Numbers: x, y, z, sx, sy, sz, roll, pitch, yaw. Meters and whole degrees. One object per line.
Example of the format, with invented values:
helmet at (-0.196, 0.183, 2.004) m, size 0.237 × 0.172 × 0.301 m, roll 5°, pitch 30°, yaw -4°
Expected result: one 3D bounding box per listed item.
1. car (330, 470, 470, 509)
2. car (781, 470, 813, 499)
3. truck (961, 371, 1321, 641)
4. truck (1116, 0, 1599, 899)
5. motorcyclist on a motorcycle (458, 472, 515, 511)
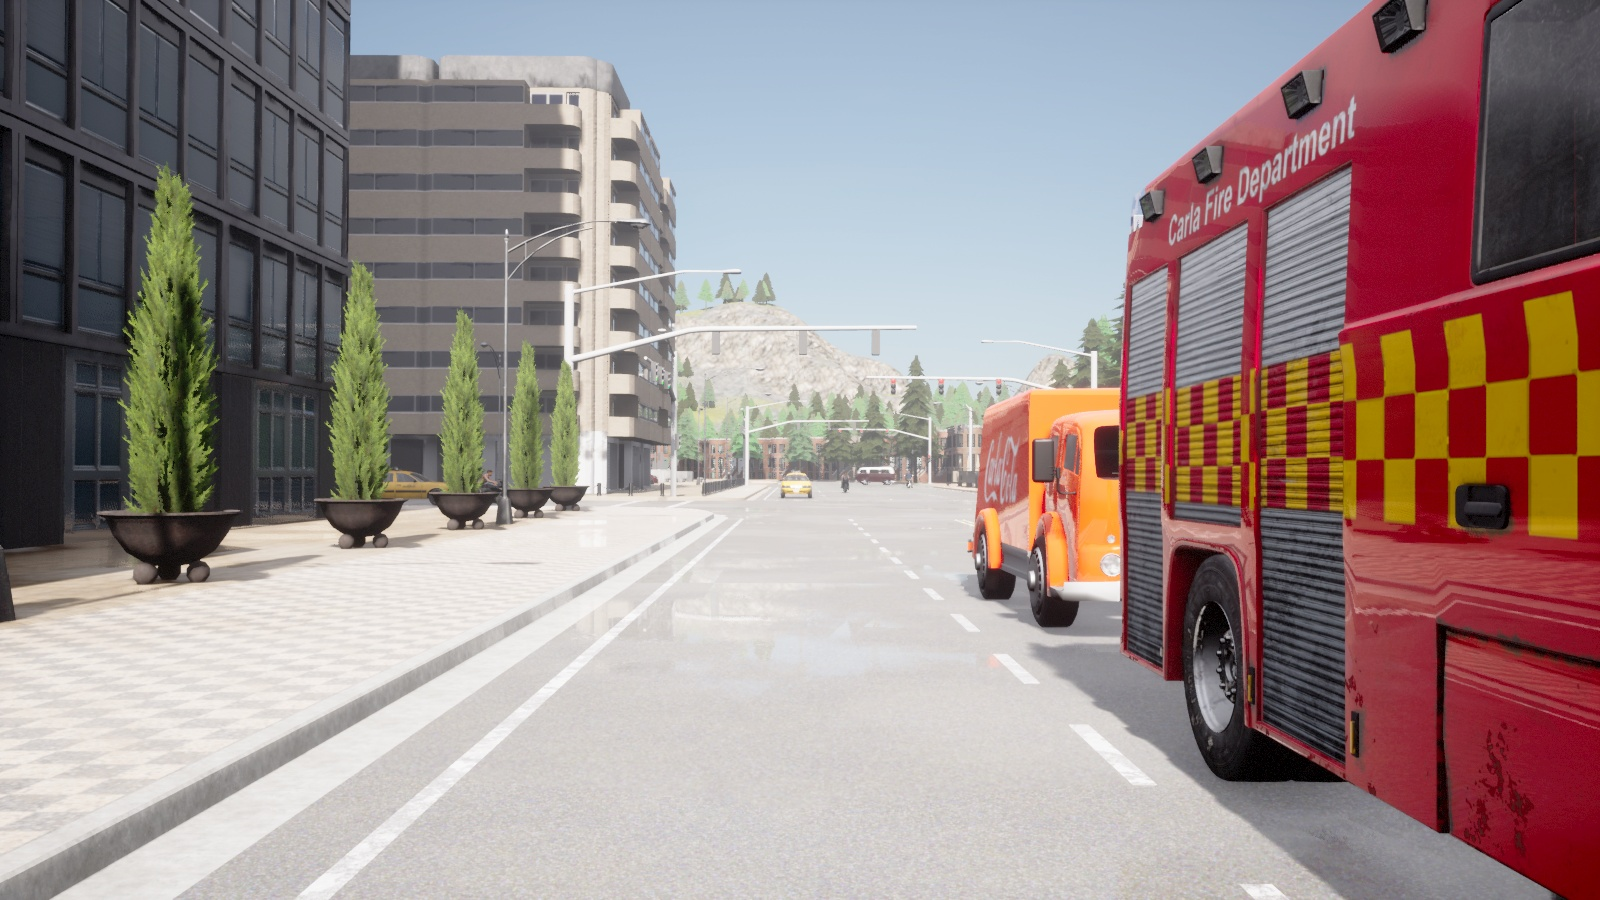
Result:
car at (-16.922, 1.659, 53.309) m, size 5.366 × 1.575 × 1.801 m, roll 0°, pitch -1°, yaw 0°
car at (-0.191, 1.982, 73.270) m, size 1.801 × 1.575 × 5.366 m, roll 0°, pitch -1°, yaw 0°
truck at (3.465, 0.549, 14.150) m, size 2.627 × 2.467 × 5.204 m, roll 0°, pitch -1°, yaw 0°
truck at (3.485, -0.301, 3.774) m, size 2.891 × 3.827 × 8.468 m, roll 0°, pitch -1°, yaw 0°
motorcyclist on a motorcycle at (-12.417, 1.625, 49.796) m, size 2.044 × 1.523 × 0.797 m, roll 0°, pitch -1°, yaw 0°
